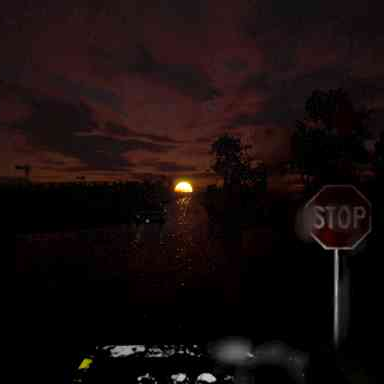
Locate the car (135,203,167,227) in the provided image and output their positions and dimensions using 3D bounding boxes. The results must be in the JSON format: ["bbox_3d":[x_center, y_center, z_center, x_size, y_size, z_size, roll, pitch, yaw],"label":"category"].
[{"bbox_3d":[-2.797,1.542,23.240,1.812,1.442,4.674,0,0,0],"label":"car"}]
